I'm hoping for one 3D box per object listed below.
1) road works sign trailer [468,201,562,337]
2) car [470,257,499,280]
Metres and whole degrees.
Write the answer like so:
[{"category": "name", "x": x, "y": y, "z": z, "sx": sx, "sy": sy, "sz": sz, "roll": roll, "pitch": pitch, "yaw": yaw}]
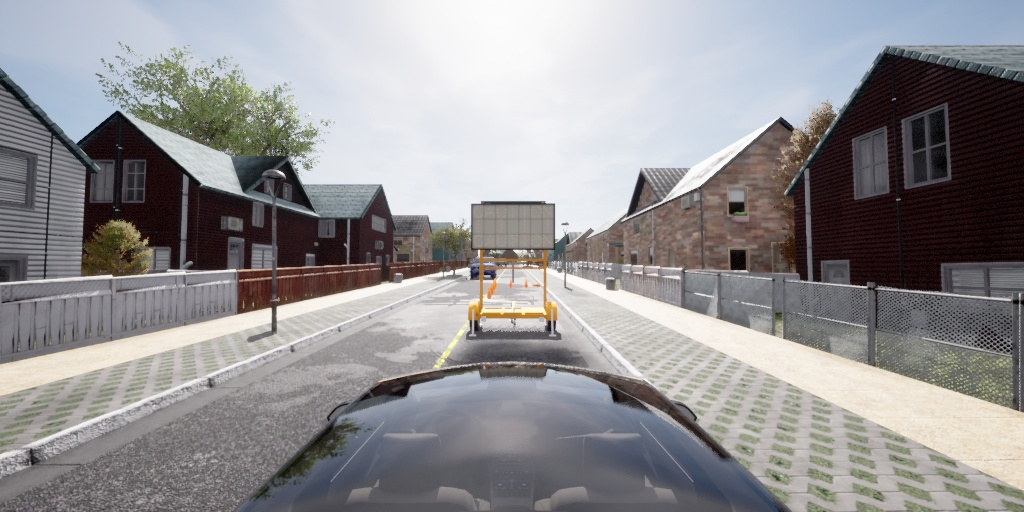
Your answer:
[{"category": "road works sign trailer", "x": 0.035, "y": 0.226, "z": 10.362, "sx": 2.380, "sy": 3.560, "sz": 2.880, "roll": 0, "pitch": 0, "yaw": 1}, {"category": "car", "x": -2.618, "y": 1.076, "z": 33.522, "sx": 2.150, "sy": 2.045, "sz": 5.566, "roll": 0, "pitch": 0, "yaw": 0}]
